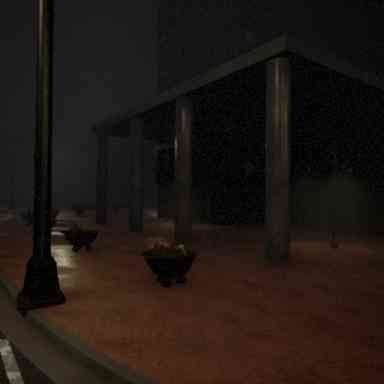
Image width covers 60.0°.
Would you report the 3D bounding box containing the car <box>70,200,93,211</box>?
[{"bbox_3d":[-16.150,1.953,48.802,2.128,1.511,4.902,1,-1,4],"label":"car"}]
